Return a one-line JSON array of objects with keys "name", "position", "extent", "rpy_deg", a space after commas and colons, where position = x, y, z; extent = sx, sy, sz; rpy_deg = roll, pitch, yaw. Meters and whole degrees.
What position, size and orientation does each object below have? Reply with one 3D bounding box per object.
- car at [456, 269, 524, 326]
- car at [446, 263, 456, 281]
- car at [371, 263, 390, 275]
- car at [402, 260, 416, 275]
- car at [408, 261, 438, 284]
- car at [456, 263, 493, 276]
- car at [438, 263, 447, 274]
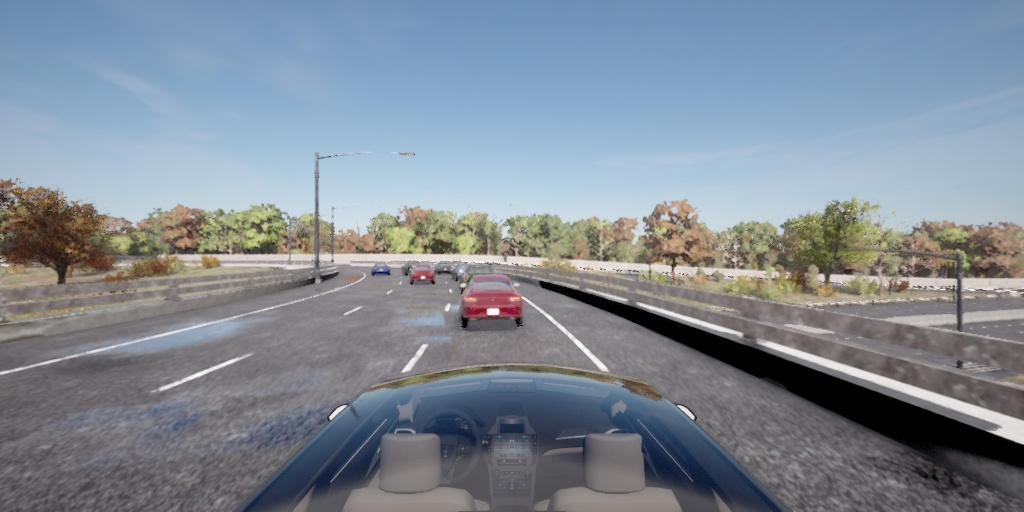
[{"name": "car", "position": [-0.706, 1.319, 11.740], "extent": [1.812, 1.442, 4.674], "rpy_deg": [0, 0, -5]}, {"name": "car", "position": [-4.233, 1.431, 31.513], "extent": [2.033, 1.411, 5.357], "rpy_deg": [0, 0, -16]}, {"name": "car", "position": [-15.371, 1.521, 42.044], "extent": [1.994, 1.385, 4.181], "rpy_deg": [0, 0, -22]}, {"name": "car", "position": [-11.940, 1.301, 42.852], "extent": [2.097, 1.767, 4.553], "rpy_deg": [0, 0, -22]}, {"name": "car", "position": [-7.062, 1.403, 28.342], "extent": [1.812, 1.442, 4.674], "rpy_deg": [0, 0, -15]}, {"name": "car", "position": [-2.006, 1.189, 21.046], "extent": [2.097, 1.767, 4.553], "rpy_deg": [0, 0, -10]}, {"name": "car", "position": [-8.517, 1.509, 43.738], "extent": [1.994, 1.385, 4.181], "rpy_deg": [0, 0, -22]}]
